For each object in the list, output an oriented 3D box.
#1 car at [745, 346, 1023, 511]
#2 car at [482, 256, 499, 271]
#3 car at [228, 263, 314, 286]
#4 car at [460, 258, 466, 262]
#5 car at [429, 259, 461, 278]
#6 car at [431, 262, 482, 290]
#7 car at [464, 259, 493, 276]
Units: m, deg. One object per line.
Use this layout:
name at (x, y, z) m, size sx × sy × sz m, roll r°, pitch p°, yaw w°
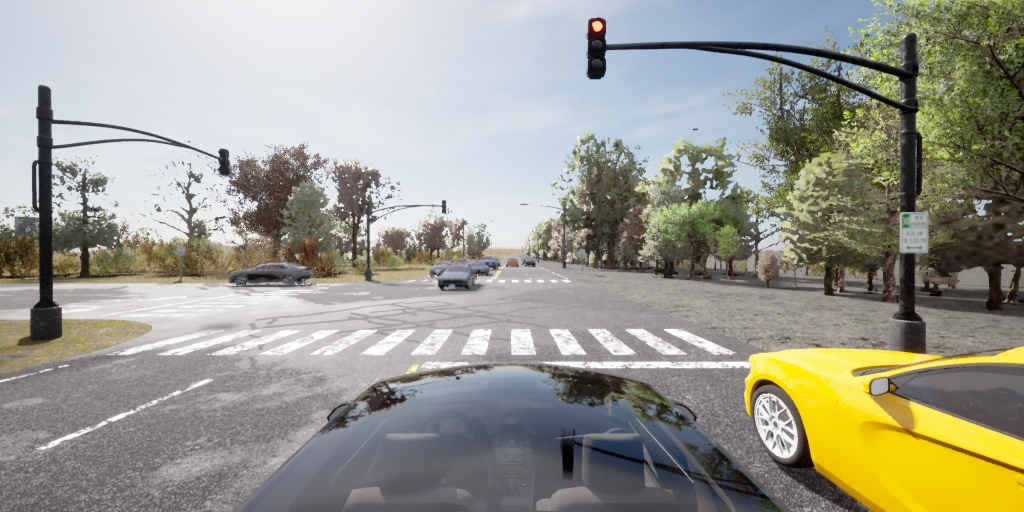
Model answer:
car at (3.363, 1.195, 1.727) m, size 1.882 × 1.535 × 5.008 m, roll 0°, pitch 1°, yaw 0°
car at (-3.351, 0.974, 51.002) m, size 2.150 × 2.045 × 5.566 m, roll 0°, pitch 0°, yaw 0°
car at (-15.858, 1.190, 23.787) m, size 4.902 × 1.511 × 2.128 m, roll 0°, pitch 1°, yaw -6°
car at (-6.599, 1.103, 47.493) m, size 2.097 × 1.767 × 4.553 m, roll 0°, pitch 0°, yaw 0°
car at (-6.601, 1.241, 34.470) m, size 2.128 × 1.511 × 4.902 m, roll 0°, pitch 0°, yaw 0°
car at (-3.339, 1.285, 22.713) m, size 2.033 × 1.411 × 5.357 m, roll 0°, pitch 0°, yaw 0°
car at (-3.350, 1.313, 36.350) m, size 1.994 × 1.385 × 4.181 m, roll 0°, pitch 0°, yaw 0°
